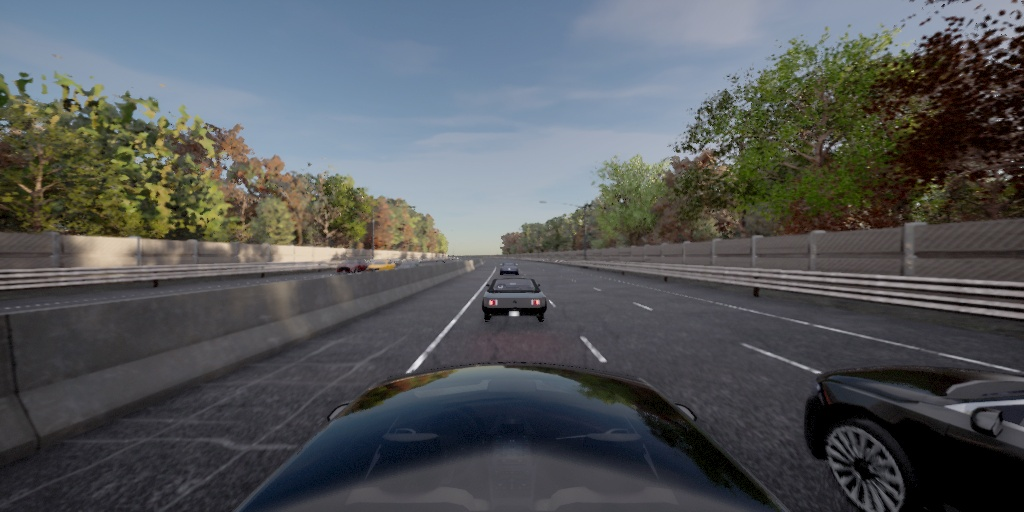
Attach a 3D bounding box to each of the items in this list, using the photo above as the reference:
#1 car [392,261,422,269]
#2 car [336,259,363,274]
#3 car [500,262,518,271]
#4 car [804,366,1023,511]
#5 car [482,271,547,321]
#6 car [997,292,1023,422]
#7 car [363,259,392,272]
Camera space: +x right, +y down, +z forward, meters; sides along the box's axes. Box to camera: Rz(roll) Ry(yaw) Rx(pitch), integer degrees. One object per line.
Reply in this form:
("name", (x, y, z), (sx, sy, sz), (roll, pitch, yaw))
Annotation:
("car", (-11.011, 1.267, 38.767), (1.837, 1.490, 4.892), (0, 0, -1))
("car", (-18.052, 1.114, 40.707), (2.097, 1.767, 4.553), (0, 0, -1))
("car", (-0.326, 1.327, 39.131), (1.994, 1.385, 4.181), (0, 0, -1))
("car", (3.592, 1.240, 1.282), (2.128, 1.511, 4.902), (0, 0, 0))
("car", (0.055, 1.355, 12.421), (1.895, 1.301, 4.718), (0, 0, 0))
("car", (7.092, 1.226, 2.041), (1.882, 1.535, 5.008), (0, 0, 0))
("car", (-14.541, 1.240, 40.212), (1.882, 1.535, 5.008), (0, 0, -1))
